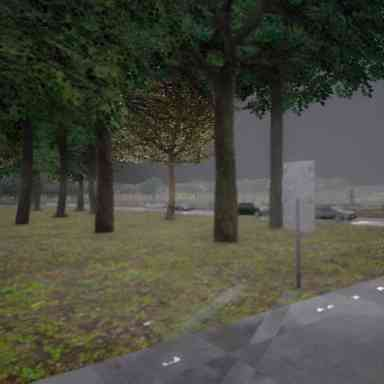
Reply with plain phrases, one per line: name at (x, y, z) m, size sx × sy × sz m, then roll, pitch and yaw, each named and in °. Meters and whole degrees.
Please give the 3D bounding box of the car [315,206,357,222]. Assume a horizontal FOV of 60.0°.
car at (13.002, 1.985, 30.905) m, size 1.994 × 1.385 × 4.181 m, roll -1°, pitch 0°, yaw -35°

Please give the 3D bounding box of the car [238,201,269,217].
car at (7.301, 1.954, 38.973) m, size 2.097 × 1.767 × 4.553 m, roll -1°, pitch 0°, yaw -35°

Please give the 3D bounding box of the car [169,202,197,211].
car at (-1.618, 2.451, 56.621) m, size 2.033 × 1.411 × 5.357 m, roll -1°, pitch 0°, yaw -35°

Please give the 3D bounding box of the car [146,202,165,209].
car at (-7.172, 2.668, 64.397) m, size 1.895 × 1.301 × 4.718 m, roll -1°, pitch 0°, yaw -35°

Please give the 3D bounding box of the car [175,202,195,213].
car at (-1.809, 2.388, 51.920) m, size 1.837 × 1.490 × 4.892 m, roll -1°, pitch -1°, yaw -35°
